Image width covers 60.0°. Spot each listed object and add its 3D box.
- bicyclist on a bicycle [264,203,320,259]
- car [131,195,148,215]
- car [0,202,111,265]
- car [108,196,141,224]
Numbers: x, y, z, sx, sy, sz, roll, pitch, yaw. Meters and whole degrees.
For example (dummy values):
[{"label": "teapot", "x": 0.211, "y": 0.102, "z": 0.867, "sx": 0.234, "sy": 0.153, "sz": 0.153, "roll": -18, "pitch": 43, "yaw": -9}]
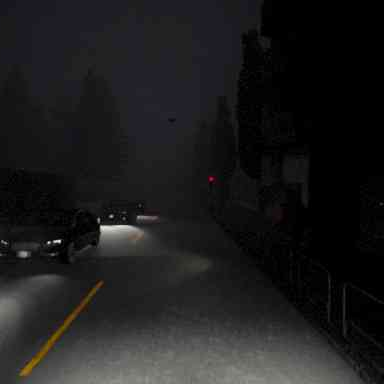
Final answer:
[{"label": "bicyclist on a bicycle", "x": 2.888, "y": 1.157, "z": 9.640, "sx": 1.656, "sy": 1.620, "sz": 0.582, "roll": 0, "pitch": 1, "yaw": -2}, {"label": "car", "x": -4.745, "y": 1.014, "z": 27.430, "sx": 1.812, "sy": 1.442, "sz": 4.674, "roll": 0, "pitch": 1, "yaw": -2}, {"label": "car", "x": -4.369, "y": 1.288, "z": 10.954, "sx": 2.128, "sy": 1.511, "sz": 4.902, "roll": 0, "pitch": 1, "yaw": -2}, {"label": "car", "x": -4.626, "y": 1.171, "z": 20.893, "sx": 1.994, "sy": 1.385, "sz": 4.181, "roll": 0, "pitch": 1, "yaw": -1}]
